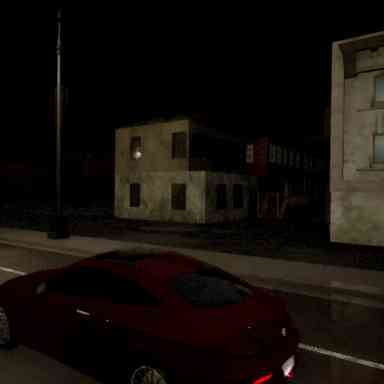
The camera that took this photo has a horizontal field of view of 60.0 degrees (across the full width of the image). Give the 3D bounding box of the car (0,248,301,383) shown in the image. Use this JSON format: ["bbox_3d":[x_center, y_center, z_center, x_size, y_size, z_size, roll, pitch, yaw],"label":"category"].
[{"bbox_3d":[-0.941,1.528,4.580,4.674,1.442,1.812,0,0,35],"label":"car"}]
